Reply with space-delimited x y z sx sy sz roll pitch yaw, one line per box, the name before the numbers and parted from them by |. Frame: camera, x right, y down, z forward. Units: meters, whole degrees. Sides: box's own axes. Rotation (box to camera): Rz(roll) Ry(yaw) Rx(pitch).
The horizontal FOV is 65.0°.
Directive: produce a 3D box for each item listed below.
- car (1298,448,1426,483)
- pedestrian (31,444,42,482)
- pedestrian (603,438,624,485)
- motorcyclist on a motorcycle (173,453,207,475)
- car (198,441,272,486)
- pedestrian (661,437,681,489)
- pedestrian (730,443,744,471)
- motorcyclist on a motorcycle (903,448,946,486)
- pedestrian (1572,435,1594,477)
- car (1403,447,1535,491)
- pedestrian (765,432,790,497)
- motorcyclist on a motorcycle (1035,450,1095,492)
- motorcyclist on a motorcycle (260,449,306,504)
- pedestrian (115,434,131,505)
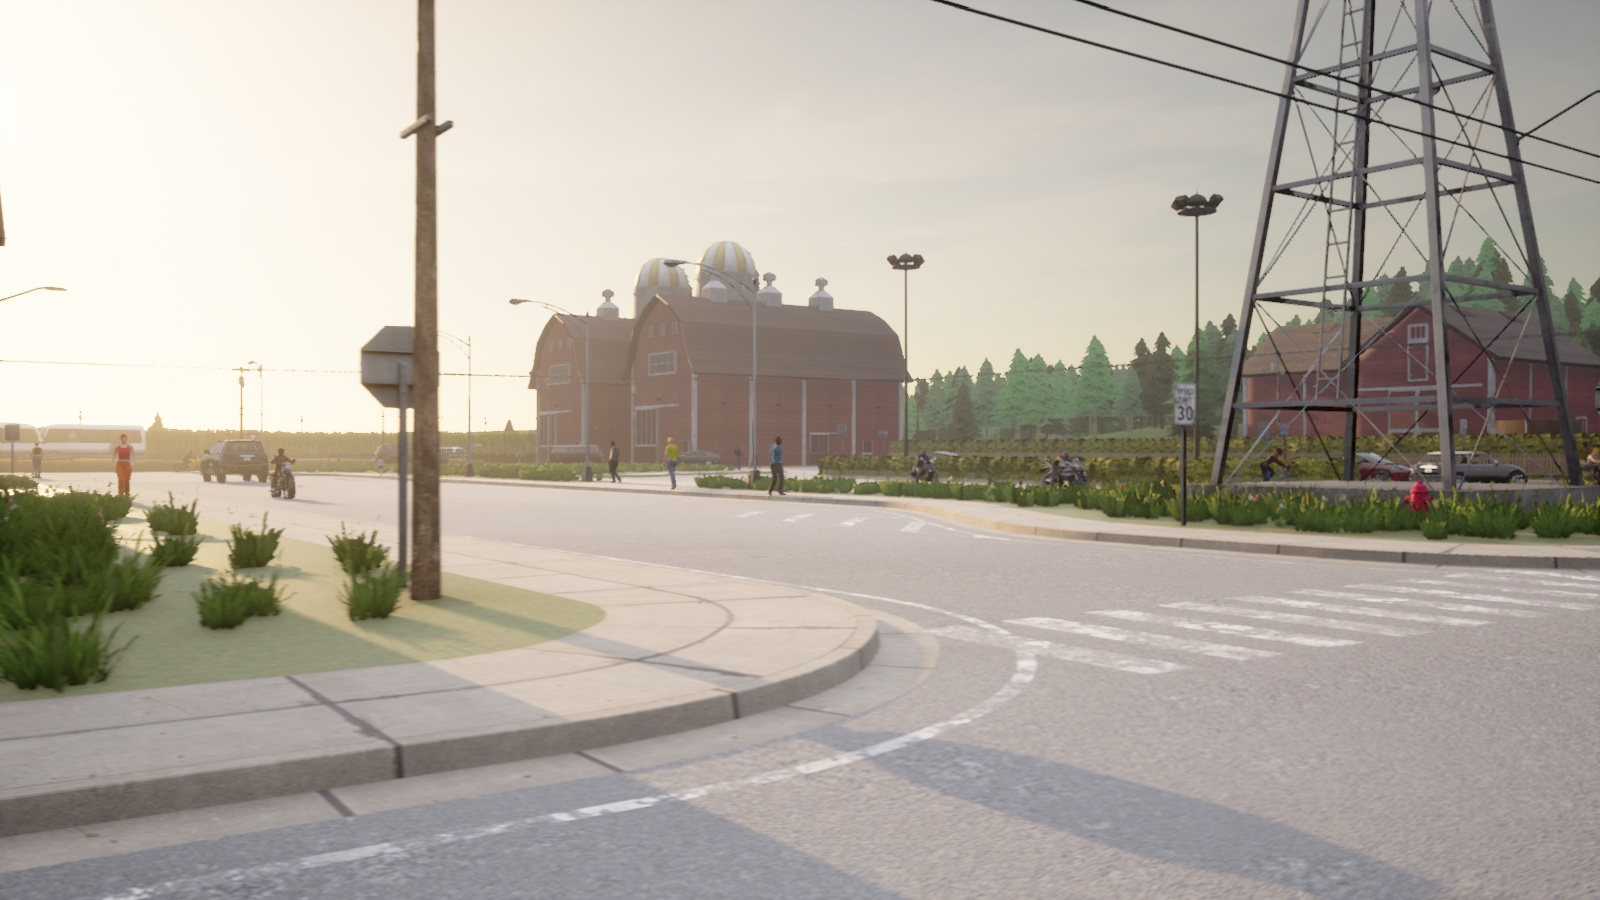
car | 24.921 0.670 55.843 2.163 1.488 4.792 0 0 -35
pedestrian | -36.900 0.614 60.691 0.345 1.836 0.594 0 0 -40
pedestrian | -7.744 0.473 52.066 0.788 1.949 0.423 0 0 33
motorcyclist on a motorcycle | -42.920 0.988 88.306 2.044 1.523 0.797 0 0 -35
car | -27.258 0.633 60.487 2.150 2.045 5.566 0 0 -36
pedestrian | -4.521 0.453 43.991 0.354 1.836 0.706 0 0 -37
pedestrian | -4.224 0.480 84.028 0.563 1.883 0.849 0 0 25
motorcyclist on a motorcycle | 5.307 0.712 53.675 0.866 1.590 1.817 0 0 -35
pedestrian | 34.482 0.281 55.296 0.370 1.835 0.726 0 0 -34
car | 23.148 0.635 43.486 3.806 1.475 1.970 0 0 -19
pedestrian | -0.674 0.430 37.525 0.396 1.930 0.692 0 0 -35
motorcyclist on a motorcycle | 9.934 0.768 47.212 0.866 1.530 2.191 0 0 -36
motorcyclist on a motorcycle | -16.092 0.798 39.059 0.766 1.649 2.350 0 0 -36
pedestrian | -17.572 0.504 32.593 0.345 1.836 0.594 0 0 -29
